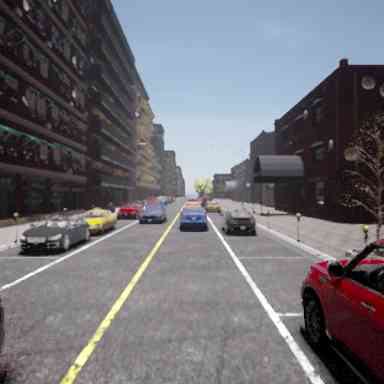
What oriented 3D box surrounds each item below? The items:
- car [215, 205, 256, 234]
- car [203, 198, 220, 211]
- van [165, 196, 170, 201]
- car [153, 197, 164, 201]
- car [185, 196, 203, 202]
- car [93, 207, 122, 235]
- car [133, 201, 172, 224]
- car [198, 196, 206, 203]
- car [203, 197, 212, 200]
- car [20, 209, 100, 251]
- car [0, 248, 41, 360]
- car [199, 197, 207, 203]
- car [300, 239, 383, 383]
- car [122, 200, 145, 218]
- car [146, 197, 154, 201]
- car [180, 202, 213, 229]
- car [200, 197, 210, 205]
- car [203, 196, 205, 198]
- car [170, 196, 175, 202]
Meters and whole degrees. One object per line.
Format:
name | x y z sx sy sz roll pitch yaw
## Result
car | 2.705 1.673 19.831 2.008 1.369 4.403 0 0 0
car | 2.718 1.795 42.158 1.752 1.417 4.829 0 0 0
van | -5.648 1.770 64.151 1.690 1.788 3.998 0 0 0
car | -5.658 1.622 47.534 2.192 1.841 5.009 0 0 0
car | 0.128 1.649 45.917 2.097 1.767 4.553 0 0 0
car | -5.676 1.646 19.666 1.752 1.417 4.829 0 0 0
car | -3.031 1.714 26.732 2.033 1.411 5.357 0 0 1
car | 2.750 1.964 91.843 2.192 1.841 5.009 0 0 0
car | 2.721 1.858 47.527 2.008 1.369 4.403 0 0 0
car | -5.679 1.638 14.297 2.008 1.369 4.403 0 0 0
car | -3.085 1.504 1.906 2.128 1.511 4.902 0 0 0
car | 2.746 2.045 86.302 1.967 1.590 4.097 0 0 0
car | 2.695 1.335 3.216 2.192 1.841 5.009 0 0 0
car | -5.669 1.739 30.915 1.887 1.381 4.507 0 0 0
car | -5.665 1.671 36.454 1.967 1.590 4.097 0 0 0
car | 0.114 1.690 22.930 2.033 1.411 5.357 0 0 0
car | 2.736 1.912 69.684 1.967 1.590 4.097 0 0 0
car | 2.729 1.703 58.606 2.192 1.841 5.009 0 0 0
car | -5.641 1.831 75.229 2.192 1.841 5.009 0 0 0
